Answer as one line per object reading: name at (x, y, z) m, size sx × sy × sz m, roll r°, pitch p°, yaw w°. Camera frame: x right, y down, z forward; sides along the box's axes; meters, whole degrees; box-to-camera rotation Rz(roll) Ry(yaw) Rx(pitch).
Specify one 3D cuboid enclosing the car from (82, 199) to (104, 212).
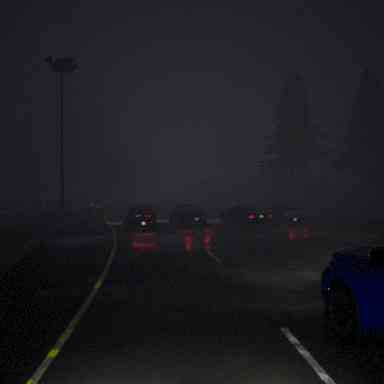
car at (-12.006, 1.589, 40.463) m, size 1.812 × 1.442 × 4.674 m, roll 0°, pitch 0°, yaw -31°

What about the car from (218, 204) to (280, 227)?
car at (3.535, 1.553, 22.746) m, size 2.033 × 1.411 × 5.357 m, roll 0°, pitch 0°, yaw -16°

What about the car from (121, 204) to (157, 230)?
car at (-3.422, 1.531, 21.359) m, size 1.837 × 1.490 × 4.892 m, roll 0°, pitch 0°, yaw -16°

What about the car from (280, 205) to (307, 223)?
car at (6.461, 1.599, 24.972) m, size 1.895 × 1.301 × 4.718 m, roll 0°, pitch 0°, yaw -17°

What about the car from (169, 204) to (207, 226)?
car at (-0.344, 1.543, 23.319) m, size 1.812 × 1.442 × 4.674 m, roll 0°, pitch 0°, yaw -16°

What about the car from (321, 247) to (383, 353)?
car at (3.322, 1.214, 3.197) m, size 2.150 × 2.045 × 5.566 m, roll 0°, pitch 0°, yaw -3°
